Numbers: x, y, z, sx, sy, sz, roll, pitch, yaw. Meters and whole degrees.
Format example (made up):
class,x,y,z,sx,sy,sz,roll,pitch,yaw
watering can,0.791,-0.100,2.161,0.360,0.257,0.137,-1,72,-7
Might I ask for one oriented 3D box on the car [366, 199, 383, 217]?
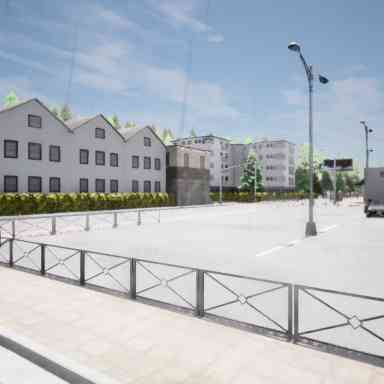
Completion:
class,x,y,z,sx,sy,sz,roll,pitch,yaw
car,15.364,1.298,26.852,2.007,1.523,4.514,0,0,35
